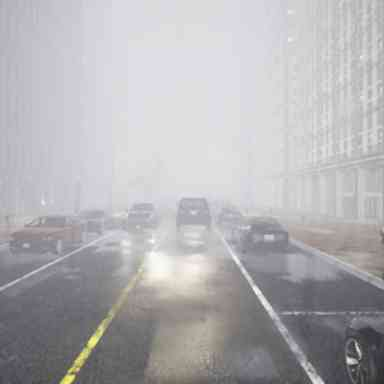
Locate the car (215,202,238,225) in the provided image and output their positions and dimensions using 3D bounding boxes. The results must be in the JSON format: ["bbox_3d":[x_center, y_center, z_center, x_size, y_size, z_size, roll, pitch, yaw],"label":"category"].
[{"bbox_3d":[2.696,1.668,25.035,1.947,1.339,4.313,0,0,0],"label":"car"}]

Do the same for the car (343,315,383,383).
[{"bbox_3d":[2.693,1.576,2.266,1.947,1.339,4.313,0,0,0],"label":"car"}]

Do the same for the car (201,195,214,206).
[{"bbox_3d":[2.701,1.531,59.189,2.192,1.841,5.009,0,0,0],"label":"car"}]

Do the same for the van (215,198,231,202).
[{"bbox_3d":[2.697,1.464,30.729,1.690,1.788,3.998,0,0,0],"label":"van"}]

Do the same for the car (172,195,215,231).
[{"bbox_3d":[0.099,1.313,21.674,2.150,2.045,5.566,0,0,0],"label":"car"}]

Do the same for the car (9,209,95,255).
[{"bbox_3d":[-5.686,1.603,13.660,1.887,1.381,4.507,0,0,0],"label":"car"}]

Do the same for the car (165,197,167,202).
[{"bbox_3d":[-5.682,1.750,53.509,2.008,1.369,4.403,0,0,0],"label":"car"}]

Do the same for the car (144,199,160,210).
[{"bbox_3d":[-5.682,1.706,47.645,1.752,1.417,4.829,0,0,0],"label":"car"}]

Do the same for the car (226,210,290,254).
[{"bbox_3d":[2.694,1.623,13.650,1.947,1.339,4.313,0,0,0],"label":"car"}]

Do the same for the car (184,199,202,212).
[{"bbox_3d":[0.102,1.656,43.018,2.128,1.511,4.902,0,0,0],"label":"car"}]

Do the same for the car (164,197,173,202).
[{"bbox_3d":[-5.679,1.848,81.970,1.947,1.339,4.313,0,0,0],"label":"car"}]

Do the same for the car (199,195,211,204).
[{"bbox_3d":[2.702,1.565,70.574,2.192,1.841,5.009,0,0,0],"label":"car"}]

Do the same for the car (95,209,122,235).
[{"bbox_3d":[-5.686,1.647,19.352,1.947,1.339,4.313,0,0,0],"label":"car"}]

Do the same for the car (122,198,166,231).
[{"bbox_3d":[-3.096,1.440,21.323,2.097,1.767,4.553,0,0,0],"label":"car"}]

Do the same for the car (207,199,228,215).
[{"bbox_3d":[2.697,1.583,36.420,1.967,1.590,4.097,0,0,0],"label":"car"}]

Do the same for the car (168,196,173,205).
[{"bbox_3d":[-3.025,1.705,62.909,1.882,1.535,5.008,0,0,1],"label":"car"}]

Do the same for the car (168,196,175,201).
[{"bbox_3d":[-5.677,1.892,93.353,1.802,1.307,4.206,0,0,0],"label":"car"}]
